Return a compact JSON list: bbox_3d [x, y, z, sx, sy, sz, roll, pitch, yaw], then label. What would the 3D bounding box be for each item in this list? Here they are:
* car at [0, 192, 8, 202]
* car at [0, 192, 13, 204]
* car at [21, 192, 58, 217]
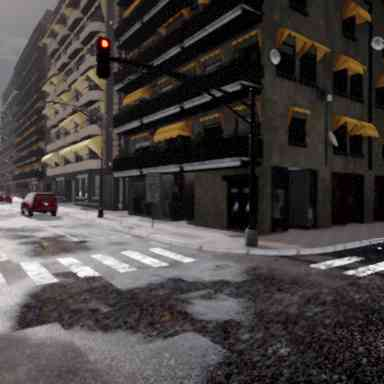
[{"bbox_3d":[-28.625,0.741,49.064,1.947,1.339,4.313,2,0,-36],"label":"car"},{"bbox_3d":[-25.303,0.703,44.484,1.967,1.590,4.097,2,0,-36],"label":"car"},{"bbox_3d":[-12.025,0.928,26.161,2.192,1.841,5.009,2,0,-36],"label":"car"}]
